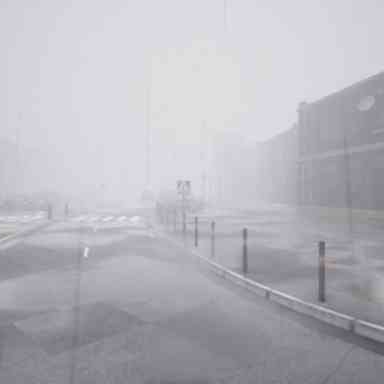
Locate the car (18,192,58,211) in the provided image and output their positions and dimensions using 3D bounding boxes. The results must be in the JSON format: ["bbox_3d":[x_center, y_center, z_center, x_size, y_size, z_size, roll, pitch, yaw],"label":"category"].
[{"bbox_3d":[-17.160,1.149,37.436,2.097,1.767,4.553,0,1,-4],"label":"car"}]

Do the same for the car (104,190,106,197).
[{"bbox_3d":[-25.829,0.728,85.894,5.366,1.575,1.946,0,0,-5],"label":"car"}]

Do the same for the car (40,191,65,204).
[{"bbox_3d":[-22.767,0.873,50.180,5.566,2.045,2.435,0,1,-5],"label":"car"}]

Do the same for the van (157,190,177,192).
[{"bbox_3d":[-1.949,1.033,41.792,4.442,1.987,1.878,0,1,-5],"label":"van"}]

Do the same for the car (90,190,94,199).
[{"bbox_3d":[-24.521,0.862,72.170,4.892,1.521,2.231,0,1,-5],"label":"car"}]

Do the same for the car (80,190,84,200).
[{"bbox_3d":[-23.887,0.828,63.922,4.553,1.767,2.185,0,1,-5],"label":"car"}]

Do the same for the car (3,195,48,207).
[{"bbox_3d":[-22.299,1.196,44.690,4.892,1.521,2.231,0,1,-5],"label":"car"}]

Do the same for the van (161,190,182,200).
[{"bbox_3d":[-4.393,0.646,72.141,4.442,1.987,1.878,0,1,-5],"label":"van"}]

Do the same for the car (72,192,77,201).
[{"bbox_3d":[-23.415,1.020,58.430,5.008,1.535,2.097,0,1,-5],"label":"car"}]

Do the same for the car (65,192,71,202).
[{"bbox_3d":[-22.778,1.086,52.949,5.366,1.575,1.946,0,1,-5],"label":"car"}]

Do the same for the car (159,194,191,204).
[{"bbox_3d":[-2.709,1.118,52.763,4.892,1.521,2.231,0,1,-5],"label":"car"}]

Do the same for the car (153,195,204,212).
[{"bbox_3d":[-1.192,1.357,33.485,4.792,1.488,2.163,0,0,-5],"label":"car"}]

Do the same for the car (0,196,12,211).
[{"bbox_3d":[-21.366,1.181,33.691,4.553,1.767,2.185,0,0,-5],"label":"car"}]

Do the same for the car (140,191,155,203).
[{"bbox_3d":[-7.748,0.787,57.823,2.150,2.045,5.566,0,1,-5],"label":"car"}]

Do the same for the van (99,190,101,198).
[{"bbox_3d":[-25.090,0.553,80.543,4.442,1.987,1.878,0,1,-5],"label":"van"}]

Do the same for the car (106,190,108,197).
[{"bbox_3d":[-25.861,0.708,88.656,4.892,1.521,2.231,0,1,-5],"label":"car"}]

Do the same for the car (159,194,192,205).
[{"bbox_3d":[-2.507,1.152,50.116,5.008,1.535,2.097,0,1,-5],"label":"car"}]

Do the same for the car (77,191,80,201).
[{"bbox_3d":[-23.664,0.860,61.174,4.553,1.767,2.185,0,1,-5],"label":"car"}]

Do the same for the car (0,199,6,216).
[{"bbox_3d":[-16.423,1.461,25.238,1.994,1.385,4.181,0,1,-2],"label":"car"}]

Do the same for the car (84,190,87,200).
[{"bbox_3d":[-24.049,0.796,66.675,4.553,1.767,2.185,0,1,-5],"label":"car"}]

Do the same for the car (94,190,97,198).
[{"bbox_3d":[-24.744,0.834,74.918,4.892,1.521,2.231,0,1,-5],"label":"car"}]

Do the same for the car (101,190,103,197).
[{"bbox_3d":[-25.418,0.794,83.161,4.674,1.452,2.002,0,1,-5],"label":"car"}]

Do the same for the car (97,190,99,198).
[{"bbox_3d":[-24.967,0.807,77.665,4.892,1.521,2.231,0,1,-5],"label":"car"}]

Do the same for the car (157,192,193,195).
[{"bbox_3d":[-1.568,1.160,38.906,4.553,1.767,2.185,0,0,-5],"label":"car"}]

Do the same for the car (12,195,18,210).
[{"bbox_3d":[-21.627,1.283,36.442,5.008,1.535,2.097,0,0,-5],"label":"car"}]

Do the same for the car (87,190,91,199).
[{"bbox_3d":[-24.297,0.892,69.422,4.892,1.521,2.231,0,1,-5],"label":"car"}]

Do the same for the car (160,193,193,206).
[{"bbox_3d":[-2.238,1.065,47.223,4.553,1.767,2.185,0,1,-5],"label":"car"}]

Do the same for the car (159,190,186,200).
[{"bbox_3d":[-4.025,0.653,69.381,5.566,2.045,2.435,0,1,-5],"label":"car"}]
